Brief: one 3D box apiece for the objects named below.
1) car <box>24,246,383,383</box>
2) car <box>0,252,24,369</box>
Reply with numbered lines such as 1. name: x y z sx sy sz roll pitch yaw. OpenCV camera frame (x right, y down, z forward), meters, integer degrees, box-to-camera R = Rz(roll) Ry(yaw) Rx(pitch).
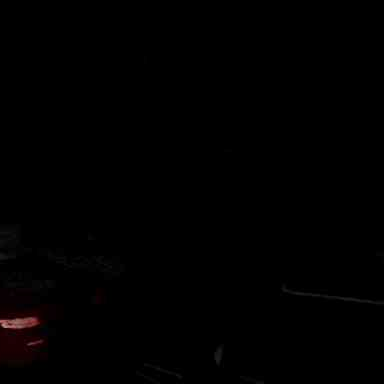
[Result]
1. car: 1.345 1.316 2.121 5.009 1.841 2.192 -1 0 35
2. car: -3.149 1.637 5.327 4.206 1.307 1.802 -1 0 35
